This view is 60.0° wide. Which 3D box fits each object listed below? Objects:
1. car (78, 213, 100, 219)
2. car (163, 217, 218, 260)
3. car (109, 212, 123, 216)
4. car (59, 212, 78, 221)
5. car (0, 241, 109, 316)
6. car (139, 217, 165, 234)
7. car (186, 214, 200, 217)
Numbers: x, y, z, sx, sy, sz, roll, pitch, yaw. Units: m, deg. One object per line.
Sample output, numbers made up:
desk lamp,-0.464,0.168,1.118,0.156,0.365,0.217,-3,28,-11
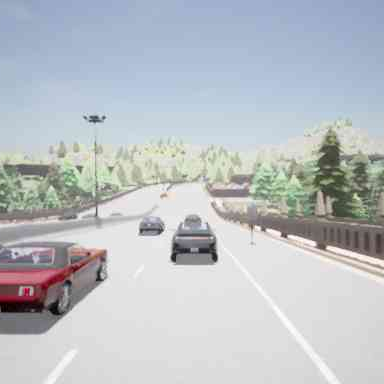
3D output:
car,-17.547,4.347,58.213,2.033,1.411,5.357,0,-3,0
car,0.091,2.054,14.795,2.128,1.511,4.902,0,-3,0
car,-14.053,4.437,61.404,2.128,1.511,4.902,0,-3,1
car,-21.058,4.217,57.098,1.882,1.535,5.008,0,-3,1
car,-3.405,1.817,7.912,1.895,1.301,4.718,0,-2,0
car,-3.416,2.840,28.970,2.033,1.411,5.357,0,-3,0
car,0.081,3.169,36.721,1.882,1.535,5.008,0,-3,0
